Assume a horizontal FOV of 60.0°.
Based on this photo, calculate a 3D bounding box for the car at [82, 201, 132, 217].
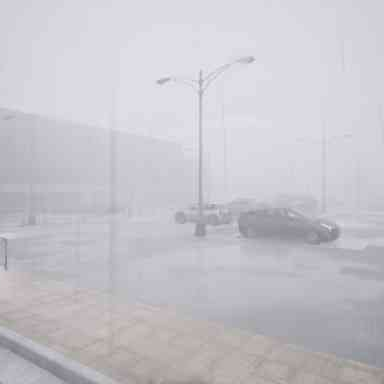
[{"bbox_3d":[-8.393,1.666,34.470,2.128,1.511,4.902,0,0,35],"label":"car"}]

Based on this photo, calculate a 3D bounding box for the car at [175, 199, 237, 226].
[{"bbox_3d":[0.732,1.423,22.439,3.806,1.475,1.970,0,0,35],"label":"car"}]

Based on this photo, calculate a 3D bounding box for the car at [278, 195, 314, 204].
[{"bbox_3d":[11.549,1.268,38.320,3.866,1.878,1.905,0,0,35],"label":"car"}]

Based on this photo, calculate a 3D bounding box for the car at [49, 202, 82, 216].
[{"bbox_3d":[-12.701,1.738,34.775,1.994,1.385,4.181,0,0,35],"label":"car"}]

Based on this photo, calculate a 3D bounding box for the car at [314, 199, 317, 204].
[{"bbox_3d":[12.888,1.288,40.931,4.605,1.855,1.932,0,0,35],"label":"car"}]

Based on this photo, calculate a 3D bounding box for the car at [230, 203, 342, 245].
[{"bbox_3d":[4.378,1.489,15.381,4.514,1.523,2.007,0,0,35],"label":"car"}]

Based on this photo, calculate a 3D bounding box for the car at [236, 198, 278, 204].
[{"bbox_3d":[4.169,1.345,27.868,5.027,1.636,2.152,0,0,35],"label":"car"}]

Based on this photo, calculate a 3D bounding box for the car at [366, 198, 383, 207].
[{"bbox_3d":[28.063,1.576,49.318,3.806,1.475,1.970,0,0,35],"label":"car"}]

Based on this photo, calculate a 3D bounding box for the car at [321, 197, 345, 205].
[{"bbox_3d":[23.720,1.565,56.033,3.633,1.501,1.845,0,0,35],"label":"car"}]
